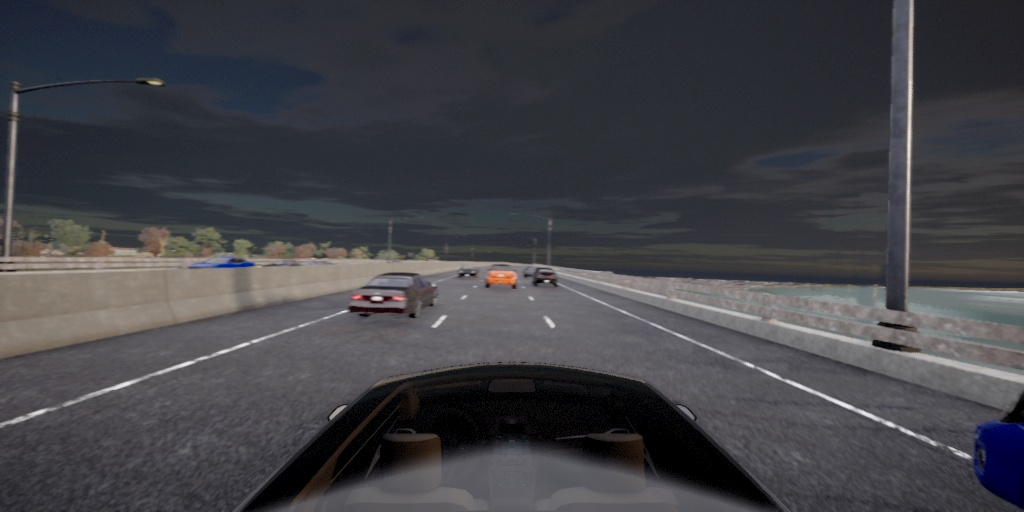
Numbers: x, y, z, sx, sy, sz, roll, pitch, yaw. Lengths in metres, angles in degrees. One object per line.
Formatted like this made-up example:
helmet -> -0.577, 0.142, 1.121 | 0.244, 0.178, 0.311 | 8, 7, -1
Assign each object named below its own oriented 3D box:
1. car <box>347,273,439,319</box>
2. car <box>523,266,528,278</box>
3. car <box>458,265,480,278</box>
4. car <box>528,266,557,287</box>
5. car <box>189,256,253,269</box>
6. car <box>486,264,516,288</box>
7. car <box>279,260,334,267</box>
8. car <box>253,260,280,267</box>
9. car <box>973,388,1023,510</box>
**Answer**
car -> -3.935, 1.297, 12.770 | 2.033, 1.411, 5.357 | 2, -1, -2
car -> 2.392, 1.930, 43.545 | 1.994, 1.385, 4.181 | 2, -1, 0
car -> -4.515, 1.655, 38.170 | 1.895, 1.301, 4.718 | 2, -1, -1
car -> 2.628, 1.697, 29.810 | 1.837, 1.490, 4.892 | 2, 0, -1
car -> -21.994, 0.784, 27.424 | 1.882, 1.535, 5.008 | 2, -1, -1
car -> -0.786, 1.385, 26.753 | 2.097, 1.767, 4.553 | 2, -1, -1
car -> -15.005, 1.098, 27.508 | 2.033, 1.411, 5.357 | 2, -1, -1
car -> -18.537, 1.016, 29.361 | 1.994, 1.385, 4.181 | 2, -1, -1
car -> 4.628, 1.116, 0.230 | 2.150, 2.045, 5.566 | 2, -1, -2
